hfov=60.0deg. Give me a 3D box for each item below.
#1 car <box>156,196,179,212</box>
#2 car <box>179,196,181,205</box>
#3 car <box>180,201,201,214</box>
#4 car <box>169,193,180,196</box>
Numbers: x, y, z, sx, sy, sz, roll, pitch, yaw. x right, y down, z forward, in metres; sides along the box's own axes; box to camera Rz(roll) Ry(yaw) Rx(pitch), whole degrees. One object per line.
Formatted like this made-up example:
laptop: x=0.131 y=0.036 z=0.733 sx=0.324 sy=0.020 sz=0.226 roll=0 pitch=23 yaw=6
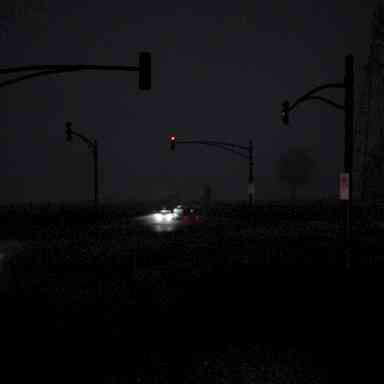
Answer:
car: x=-2.969 y=1.486 z=37.690 sx=2.128 sy=1.511 sz=4.902 roll=0 pitch=0 yaw=-1
car: x=-3.023 y=1.596 z=47.506 sx=1.895 sy=1.301 sz=4.718 roll=0 pitch=0 yaw=0
car: x=0.000 y=1.595 z=35.719 sx=1.895 sy=1.301 sz=4.718 roll=0 pitch=0 yaw=0
car: x=-3.072 y=1.218 z=57.858 sx=2.150 sy=2.045 sz=5.566 roll=0 pitch=0 yaw=0
